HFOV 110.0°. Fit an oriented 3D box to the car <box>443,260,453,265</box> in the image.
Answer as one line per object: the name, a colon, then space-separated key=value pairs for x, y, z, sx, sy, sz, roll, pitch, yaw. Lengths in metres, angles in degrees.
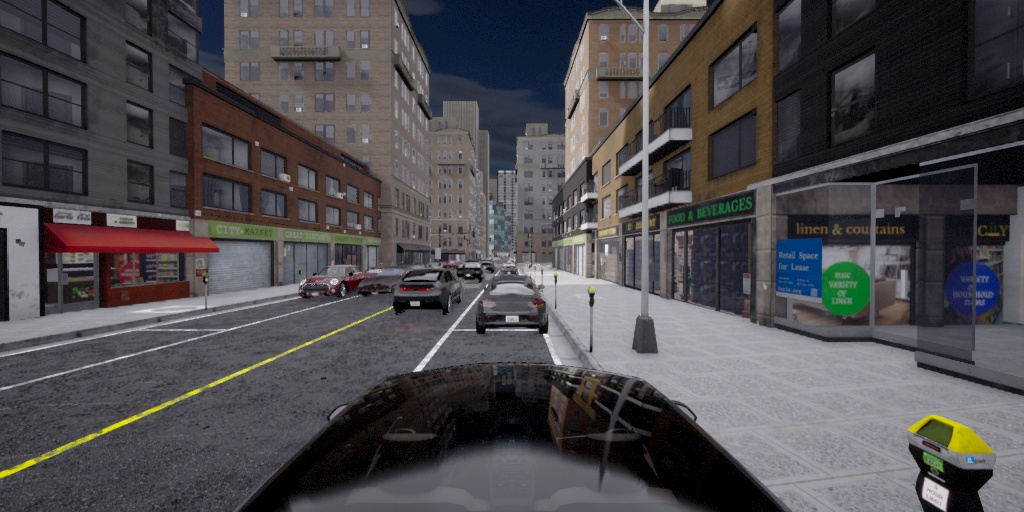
car: x=-8.814 y=1.267 z=51.546 sx=1.888 sy=1.381 sz=4.507 roll=0 pitch=0 yaw=0

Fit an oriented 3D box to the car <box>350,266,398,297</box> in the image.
car: x=-6.243 y=1.292 z=18.975 sx=2.033 sy=1.411 sz=5.357 roll=0 pitch=0 yaw=0

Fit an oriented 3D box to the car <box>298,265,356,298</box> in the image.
car: x=-8.814 y=1.185 z=18.031 sx=1.967 sy=1.591 sz=4.097 roll=0 pitch=0 yaw=0

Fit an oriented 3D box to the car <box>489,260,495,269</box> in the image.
car: x=-3.045 y=1.234 z=43.457 sx=1.837 sy=1.490 sz=4.892 roll=0 pitch=0 yaw=0

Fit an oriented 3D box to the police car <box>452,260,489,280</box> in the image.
police car: x=-3.145 y=1.166 z=28.349 sx=1.930 sy=1.638 sz=5.238 roll=0 pitch=0 yaw=0

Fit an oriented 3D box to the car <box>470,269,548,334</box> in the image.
car: x=0.003 y=1.273 z=10.502 sx=1.812 sy=1.442 sz=4.674 roll=0 pitch=0 yaw=0

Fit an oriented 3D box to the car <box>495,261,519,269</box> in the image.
car: x=-0.272 y=1.287 z=34.789 sx=2.007 sy=1.370 sz=4.403 roll=0 pitch=0 yaw=0

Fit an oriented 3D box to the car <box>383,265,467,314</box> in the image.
car: x=-3.045 y=1.252 z=13.691 sx=1.837 sy=1.490 sz=4.892 roll=0 pitch=0 yaw=0
